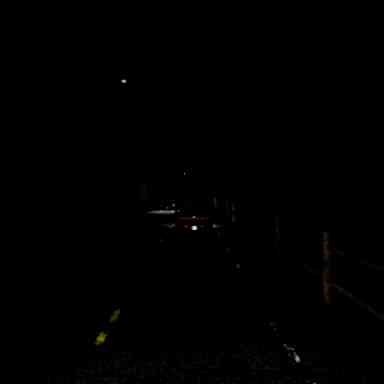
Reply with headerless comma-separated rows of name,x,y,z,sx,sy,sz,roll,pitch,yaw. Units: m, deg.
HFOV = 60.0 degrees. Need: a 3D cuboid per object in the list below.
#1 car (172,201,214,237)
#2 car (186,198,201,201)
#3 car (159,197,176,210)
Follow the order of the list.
car,0.103,1.411,17.619,1.837,1.490,4.892,0,-1,0
car,0.107,1.308,33.731,1.882,1.535,5.008,0,0,0
car,-2.745,1.350,39.451,2.033,1.411,5.357,0,0,0
